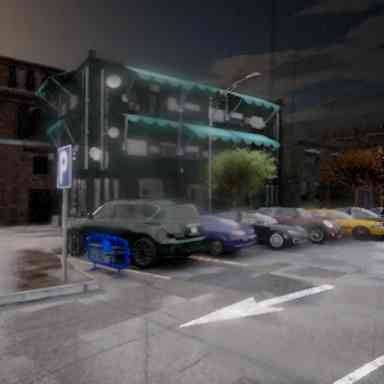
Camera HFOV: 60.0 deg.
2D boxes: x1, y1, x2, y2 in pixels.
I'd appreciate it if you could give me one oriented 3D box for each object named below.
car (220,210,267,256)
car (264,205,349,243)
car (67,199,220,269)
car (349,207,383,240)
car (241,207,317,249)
[{"bbox_3d":[0.310,1.604,13.343,4.674,1.452,2.002,-1,-1,34],"label":"car"},{"bbox_3d":[5.105,1.497,16.797,4.553,1.767,2.185,-1,-2,35],"label":"car"},{"bbox_3d":[-2.127,1.284,11.640,5.566,2.045,2.435,-1,-1,35],"label":"car"},{"bbox_3d":[7.696,1.647,18.393,5.366,1.575,1.946,-1,-1,34],"label":"car"},{"bbox_3d":[2.716,1.594,15.063,4.892,1.521,2.231,-1,-1,35],"label":"car"}]
